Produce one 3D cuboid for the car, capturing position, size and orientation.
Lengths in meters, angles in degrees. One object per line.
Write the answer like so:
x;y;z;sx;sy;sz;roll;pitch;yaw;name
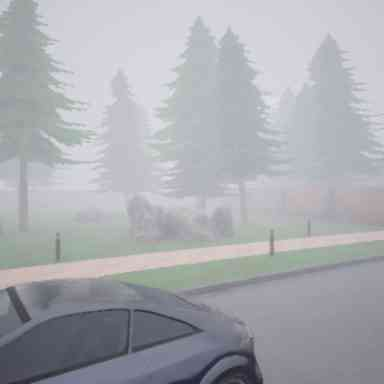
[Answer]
-1.371;1.552;2.845;4.181;1.385;1.994;0;0;-35;car
